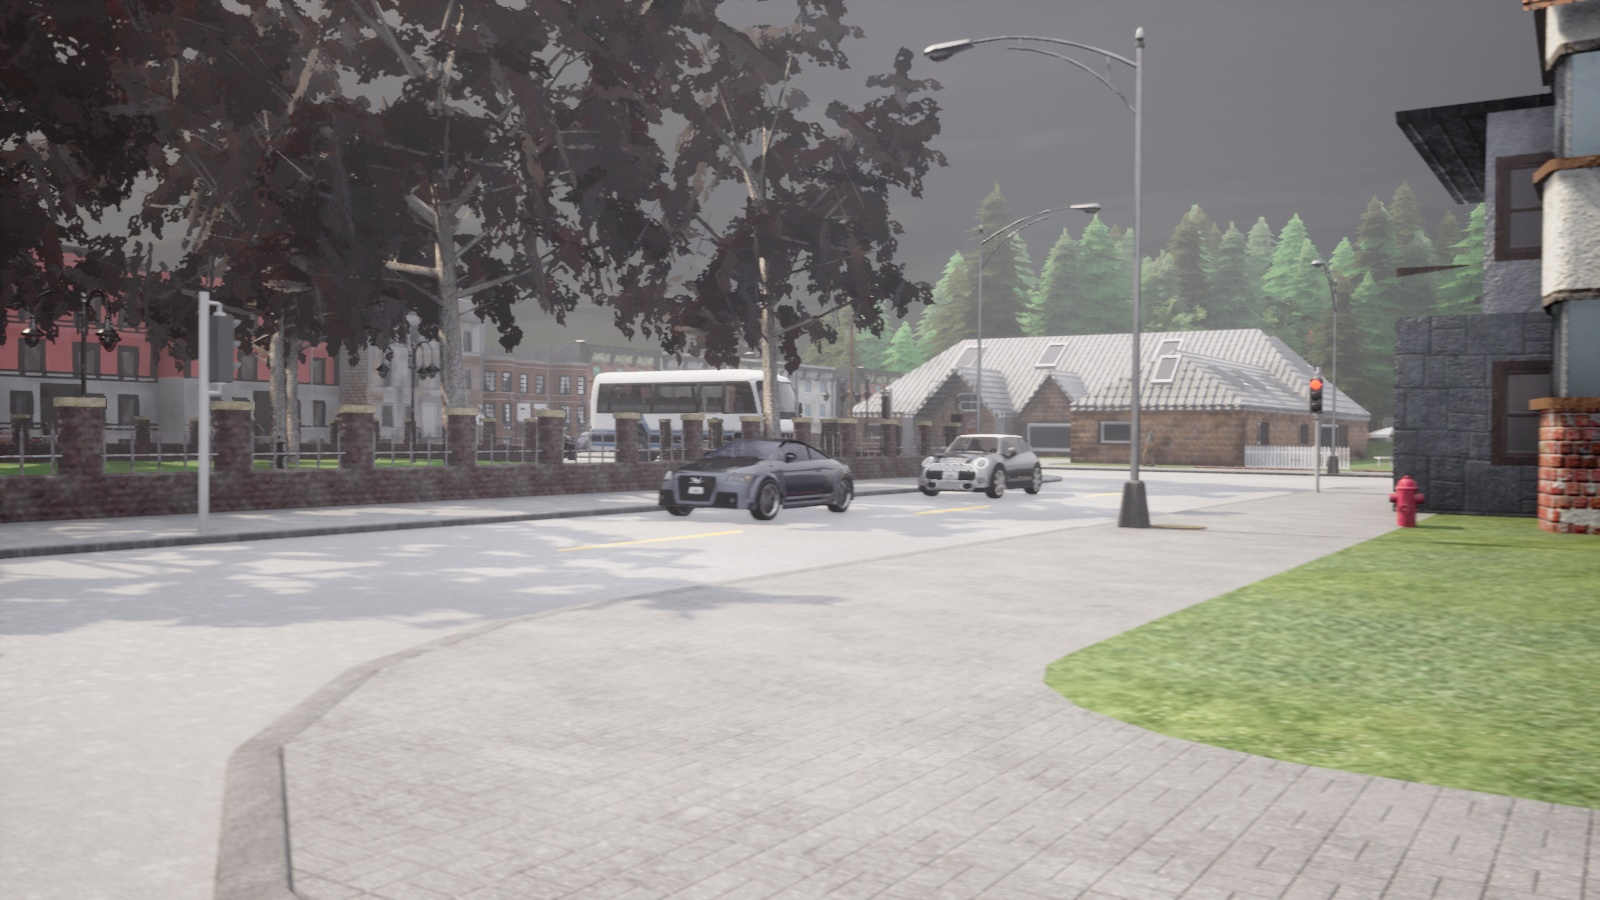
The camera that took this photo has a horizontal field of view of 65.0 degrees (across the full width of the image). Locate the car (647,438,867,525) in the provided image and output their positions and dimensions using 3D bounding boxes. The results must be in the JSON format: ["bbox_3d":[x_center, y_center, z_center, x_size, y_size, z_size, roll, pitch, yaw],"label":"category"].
[{"bbox_3d":[-0.668,0.493,22.603,1.994,1.385,4.181,0,1,31],"label":"car"}]

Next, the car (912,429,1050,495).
[{"bbox_3d":[4.427,0.243,30.306,1.970,1.475,3.806,0,1,31],"label":"car"}]

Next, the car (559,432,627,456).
[{"bbox_3d":[-14.849,-0.437,90.257,2.033,1.649,4.856,0,1,33],"label":"car"}]

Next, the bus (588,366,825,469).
[{"bbox_3d":[-4.304,-1.377,56.454,10.273,4.253,3.944,0,1,32],"label":"bus"}]

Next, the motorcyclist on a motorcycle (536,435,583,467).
[{"bbox_3d":[-11.769,0.034,61.444,2.191,1.530,0.866,0,1,31],"label":"motorcyclist on a motorcycle"}]

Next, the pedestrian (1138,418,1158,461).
[{"bbox_3d":[15.162,-0.443,54.662,0.694,1.848,0.540,0,1,34],"label":"pedestrian"}]

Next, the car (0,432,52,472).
[{"bbox_3d":[-34.765,0.101,53.019,2.152,1.651,5.027,0,1,34],"label":"car"}]
